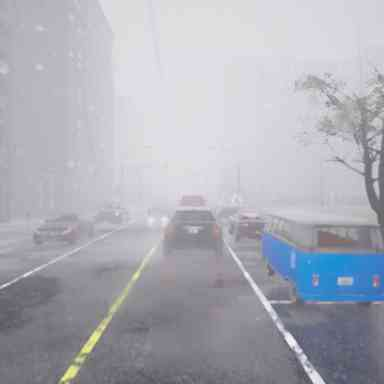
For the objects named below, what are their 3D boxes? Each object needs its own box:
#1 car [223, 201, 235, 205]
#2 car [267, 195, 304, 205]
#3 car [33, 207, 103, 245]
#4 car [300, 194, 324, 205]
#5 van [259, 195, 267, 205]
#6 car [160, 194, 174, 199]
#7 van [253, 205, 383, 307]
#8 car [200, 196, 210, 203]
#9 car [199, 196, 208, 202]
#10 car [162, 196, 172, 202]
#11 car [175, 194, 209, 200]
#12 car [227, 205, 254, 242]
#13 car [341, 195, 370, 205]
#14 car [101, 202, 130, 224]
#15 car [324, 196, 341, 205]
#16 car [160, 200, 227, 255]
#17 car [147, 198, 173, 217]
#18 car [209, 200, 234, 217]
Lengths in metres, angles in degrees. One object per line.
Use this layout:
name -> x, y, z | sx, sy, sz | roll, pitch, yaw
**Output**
car -> 2.818, 1.569, 26.647 | 2.008, 1.369, 4.403 | 1, 0, 0
car -> 13.680, 1.438, 48.853 | 4.206, 1.307, 1.802 | 0, 0, 0
car -> -5.766, 1.592, 15.503 | 1.802, 1.307, 4.206 | 1, 0, 0
car -> 19.264, 1.256, 57.198 | 5.009, 1.841, 2.192 | 0, 0, 0
van -> 13.737, 1.325, 57.235 | 3.998, 1.788, 1.690 | 0, 0, 0
car -> -5.708, 1.368, 70.446 | 2.192, 1.841, 5.009 | 1, 0, 0
van -> 2.727, 1.346, 7.756 | 1.690, 1.788, 3.998 | 1, 0, 0
car -> 2.668, 1.618, 70.410 | 1.947, 1.339, 4.313 | 1, 0, 0
car -> 2.665, 1.639, 75.981 | 1.802, 1.307, 4.206 | 1, 0, 0
car -> -5.714, 1.602, 76.017 | 1.887, 1.381, 4.507 | 1, 0, 0
car -> 0.047, 1.237, 27.289 | 2.150, 2.045, 5.566 | 0, 0, 0
car -> 2.777, 1.555, 16.217 | 1.887, 1.381, 4.507 | 1, 0, 0
car -> 24.735, 1.211, 48.780 | 4.097, 1.590, 1.967 | 0, 0, 0
car -> -5.819, 1.456, 24.408 | 1.967, 1.590, 4.097 | 1, 0, 0
car -> 24.794, 1.444, 57.159 | 4.507, 1.381, 1.887 | 0, 0, 0
car -> 0.060, 1.360, 13.419 | 2.097, 1.767, 4.553 | 0, 0, 0
car -> -3.089, 1.585, 31.707 | 1.994, 1.385, 4.181 | 0, 0, 0
car -> 2.815, 1.573, 32.217 | 2.008, 1.369, 4.403 | 1, 0, 0
